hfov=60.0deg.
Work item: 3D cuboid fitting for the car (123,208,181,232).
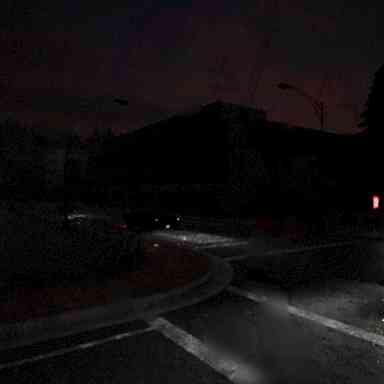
[{"bbox_3d":[-2.652,1.699,21.164,1.895,1.301,4.718,1,0,-35],"label":"car"}]

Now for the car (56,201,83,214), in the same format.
[{"bbox_3d":[-13.610,1.702,36.859,1.895,1.301,4.718,1,0,-35],"label":"car"}]

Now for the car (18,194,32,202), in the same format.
[{"bbox_3d":[-41.200,1.505,82.606,2.097,1.767,4.553,1,0,-35],"label":"car"}]
